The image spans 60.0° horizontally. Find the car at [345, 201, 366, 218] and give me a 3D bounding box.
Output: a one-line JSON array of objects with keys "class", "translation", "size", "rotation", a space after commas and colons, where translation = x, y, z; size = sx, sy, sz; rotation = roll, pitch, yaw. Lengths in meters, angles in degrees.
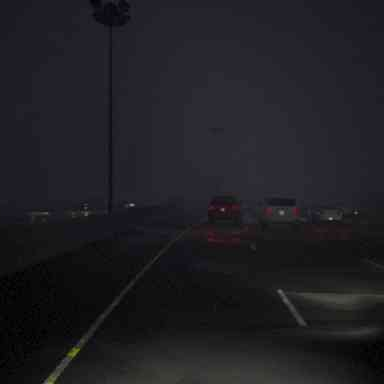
[{"class": "car", "translation": [14.547, 1.560, 30.591], "size": [1.812, 1.442, 4.674], "rotation": [0, 0, 14]}]

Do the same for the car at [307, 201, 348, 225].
[{"class": "car", "translation": [9.562, 1.549, 24.182], "size": [1.812, 1.442, 4.674], "rotation": [0, 0, 11]}]

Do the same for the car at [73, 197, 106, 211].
[{"class": "car", "translation": [-12.193, 1.330, 39.635], "size": [2.097, 1.767, 4.553], "rotation": [0, 0, 15]}]

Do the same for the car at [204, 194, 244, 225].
[{"class": "car", "translation": [2.487, 1.232, 24.441], "size": [2.150, 2.045, 5.566], "rotation": [0, 0, 10]}]

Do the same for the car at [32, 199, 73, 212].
[{"class": "car", "translation": [-16.185, 1.495, 38.143], "size": [1.812, 1.442, 4.674], "rotation": [0, 0, 14]}]

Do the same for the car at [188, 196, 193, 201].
[{"class": "car", "translation": [-1.613, 1.468, 75.999], "size": [1.895, 1.301, 4.718], "rotation": [0, 0, 27]}]

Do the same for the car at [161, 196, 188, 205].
[{"class": "car", "translation": [-2.780, 1.491, 46.779], "size": [2.128, 1.511, 4.902], "rotation": [0, 0, 19]}]

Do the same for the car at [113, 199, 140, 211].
[{"class": "car", "translation": [-8.202, 1.534, 41.152], "size": [2.033, 1.411, 5.357], "rotation": [0, 0, 16]}]

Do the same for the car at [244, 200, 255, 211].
[{"class": "car", "translation": [6.627, 1.619, 41.210], "size": [1.895, 1.301, 4.718], "rotation": [0, 0, 17]}]

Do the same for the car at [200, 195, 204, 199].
[{"class": "car", "translation": [3.648, 1.190, 78.293], "size": [1.837, 1.490, 4.892], "rotation": [0, 0, 31]}]

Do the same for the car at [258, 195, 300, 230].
[{"class": "car", "translation": [5.499, 1.235, 21.436], "size": [2.150, 2.045, 5.566], "rotation": [0, 0, 9]}]
